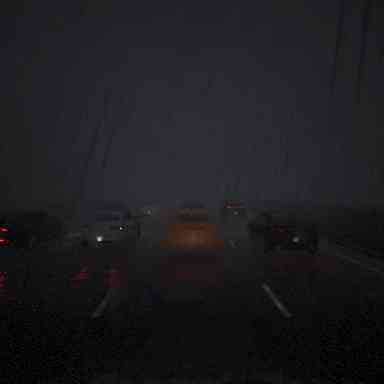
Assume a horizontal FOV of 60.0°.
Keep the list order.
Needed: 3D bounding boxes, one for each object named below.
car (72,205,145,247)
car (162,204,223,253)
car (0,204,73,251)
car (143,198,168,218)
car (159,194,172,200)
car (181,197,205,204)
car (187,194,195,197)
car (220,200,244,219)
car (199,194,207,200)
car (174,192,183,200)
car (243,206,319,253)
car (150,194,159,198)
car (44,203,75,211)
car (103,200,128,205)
[{"bbox_3d":[-3.460,1.514,14.765,1.812,1.442,4.674,0,0,0],"label":"car"},{"bbox_3d":[0.038,1.467,13.666,1.882,1.535,5.008,0,0,0],"label":"car"},{"bbox_3d":[-6.959,1.497,14.037,1.837,1.490,4.892,0,0,0],"label":"car"},{"bbox_3d":[-3.501,1.502,29.957,1.812,1.442,4.674,0,0,0],"label":"car"},{"bbox_3d":[-7.237,1.272,93.126,2.097,1.767,4.553,0,0,0],"label":"car"},{"bbox_3d":[-0.001,1.483,29.030,1.837,1.490,4.892,0,1,0],"label":"car"},{"bbox_3d":[-0.238,1.271,93.561,2.097,1.767,4.553,0,0,0],"label":"car"},{"bbox_3d":[3.497,1.467,28.973,2.128,1.511,4.902,0,0,0],"label":"car"},{"bbox_3d":[3.263,1.453,93.184,2.033,1.411,5.357,0,0,0],"label":"car"},{"bbox_3d":[-3.736,1.128,92.812,2.150,2.045,5.566,0,0,0],"label":"car"},{"bbox_3d":[3.538,1.466,13.677,1.882,1.535,5.008,0,0,0],"label":"car"},{"bbox_3d":[-10.737,1.444,93.181,1.812,1.442,4.674,0,0,0],"label":"car"},{"bbox_3d":[-10.519,1.530,25.209,2.033,1.411,5.357,0,0,0],"label":"car"},{"bbox_3d":[-6.999,1.454,30.489,1.882,1.535,5.008,0,0,0],"label":"car"}]
